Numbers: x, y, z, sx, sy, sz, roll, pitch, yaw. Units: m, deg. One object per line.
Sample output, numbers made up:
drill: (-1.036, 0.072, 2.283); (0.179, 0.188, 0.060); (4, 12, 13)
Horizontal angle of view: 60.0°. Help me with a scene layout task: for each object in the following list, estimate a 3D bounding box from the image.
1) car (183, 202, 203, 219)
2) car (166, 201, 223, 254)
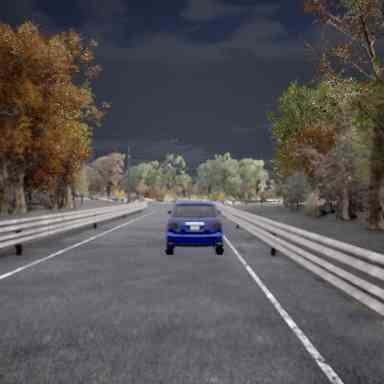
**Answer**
car: (0.103, 1.855, 34.463); (1.882, 1.535, 5.008); (0, -1, 0)
car: (0.101, 1.383, 14.425); (2.150, 2.045, 5.566); (0, 0, 0)
